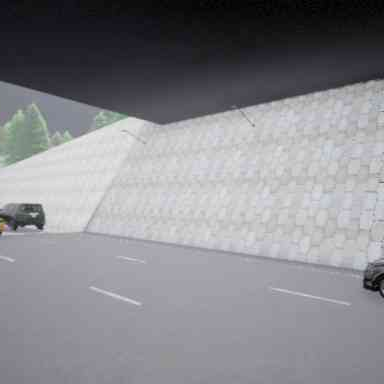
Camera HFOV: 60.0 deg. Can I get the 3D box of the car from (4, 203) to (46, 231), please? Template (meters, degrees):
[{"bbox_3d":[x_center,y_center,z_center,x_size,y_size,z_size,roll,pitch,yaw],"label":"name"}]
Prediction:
[{"bbox_3d":[-13.295,1.835,25.607,5.566,2.045,2.150,0,-3,42],"label":"car"}]

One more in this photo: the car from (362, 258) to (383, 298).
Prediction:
[{"bbox_3d":[6.372,1.992,7.807,4.181,1.385,1.994,-1,-3,42],"label":"car"}]

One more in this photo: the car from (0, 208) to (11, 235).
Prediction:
[{"bbox_3d":[-13.701,1.928,21.250,5.008,1.535,1.882,0,-2,42],"label":"car"}]
